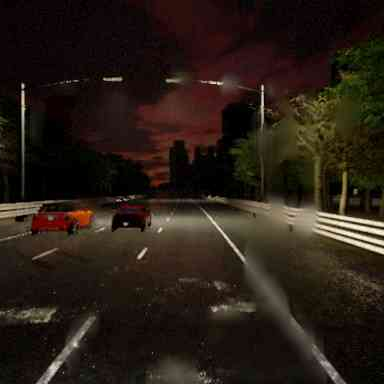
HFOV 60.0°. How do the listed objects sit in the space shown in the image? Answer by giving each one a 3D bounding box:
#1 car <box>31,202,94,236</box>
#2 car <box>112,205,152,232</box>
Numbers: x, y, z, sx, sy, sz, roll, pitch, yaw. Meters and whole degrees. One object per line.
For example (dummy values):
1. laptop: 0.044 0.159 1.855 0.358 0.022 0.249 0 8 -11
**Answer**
1. car: -7.001 1.327 18.535 2.097 1.767 4.553 0 0 -1
2. car: -3.527 1.499 19.860 1.812 1.442 4.674 0 0 -1
